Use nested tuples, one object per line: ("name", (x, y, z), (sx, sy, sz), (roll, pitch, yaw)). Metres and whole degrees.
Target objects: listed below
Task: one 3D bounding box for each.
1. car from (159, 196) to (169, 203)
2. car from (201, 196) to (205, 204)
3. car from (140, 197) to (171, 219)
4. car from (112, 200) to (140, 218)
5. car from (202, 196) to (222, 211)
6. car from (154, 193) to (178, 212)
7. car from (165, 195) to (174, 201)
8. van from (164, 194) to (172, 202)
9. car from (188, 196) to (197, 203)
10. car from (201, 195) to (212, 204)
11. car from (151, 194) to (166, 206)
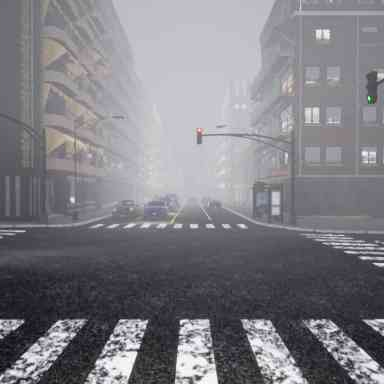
("car", (-5.709, 1.523, 68.566), (1.752, 1.417, 4.829), (0, 0, 0))
("car", (2.677, 1.542, 46.177), (1.887, 1.381, 4.507), (0, 0, 0))
("car", (-3.095, 1.475, 29.347), (1.882, 1.535, 5.008), (0, 0, -1))
("car", (-5.700, 1.438, 29.265), (1.967, 1.590, 4.097), (0, 0, 0))
("car", (2.678, 1.548, 40.539), (2.008, 1.369, 4.403), (0, 0, 0))
("car", (-3.097, 1.350, 38.974), (2.097, 1.767, 4.553), (0, 0, 0))
("car", (-5.713, 1.546, 85.652), (2.008, 1.369, 4.403), (0, 0, 0))
("van", (-5.712, 1.337, 80.014), (1.690, 1.788, 3.998), (0, 0, 0))
("car", (0.082, 1.561, 69.764), (1.994, 1.385, 4.181), (0, 0, 0))
("car", (2.672, 1.437, 63.094), (1.967, 1.590, 4.097), (0, 0, 0))
("car", (-5.708, 1.313, 57.458), (2.192, 1.841, 5.009), (0, 0, 0))
